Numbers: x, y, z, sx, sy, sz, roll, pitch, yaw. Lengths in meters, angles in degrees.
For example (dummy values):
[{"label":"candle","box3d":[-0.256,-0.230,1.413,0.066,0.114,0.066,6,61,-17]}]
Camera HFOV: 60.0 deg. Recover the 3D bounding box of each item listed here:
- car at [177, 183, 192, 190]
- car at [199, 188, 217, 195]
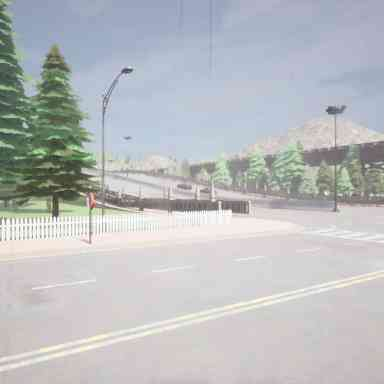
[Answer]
[{"label":"car","box3d":[-1.795,-1.376,78.239,2.128,1.511,4.902,0,7,-34]},{"label":"car","box3d":[3.467,-0.204,70.502,1.812,1.442,4.674,0,7,-34]}]
